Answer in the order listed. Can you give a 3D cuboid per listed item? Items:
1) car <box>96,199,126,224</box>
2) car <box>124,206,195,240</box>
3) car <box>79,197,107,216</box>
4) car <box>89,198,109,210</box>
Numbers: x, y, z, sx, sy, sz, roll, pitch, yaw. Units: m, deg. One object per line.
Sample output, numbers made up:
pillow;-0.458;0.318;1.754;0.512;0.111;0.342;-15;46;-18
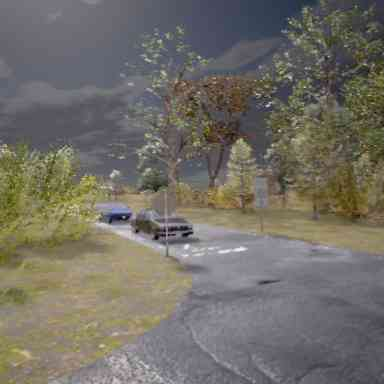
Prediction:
car;-6.069;1.559;26.325;1.882;1.535;5.008;-1;0;-27
car;-1.800;1.603;17.873;2.033;1.411;5.357;-1;0;-27
car;-10.560;1.464;35.241;2.097;1.767;4.553;-1;0;-27
car;-13.188;1.660;46.982;1.994;1.385;4.181;-1;0;-27
